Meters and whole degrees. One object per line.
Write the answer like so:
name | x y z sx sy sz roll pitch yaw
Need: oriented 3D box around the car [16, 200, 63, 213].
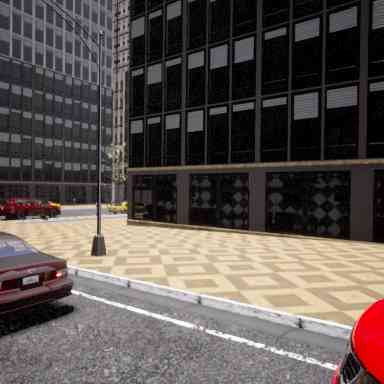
car | -17.874 1.642 39.185 1.752 1.417 4.829 1 0 37

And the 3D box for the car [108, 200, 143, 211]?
car | -9.180 1.856 46.534 1.895 1.301 4.718 1 0 37

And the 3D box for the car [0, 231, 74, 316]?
car | -4.797 1.544 7.122 5.357 1.411 2.033 0 0 35

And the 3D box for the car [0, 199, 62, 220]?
car | -14.400 1.519 29.801 2.192 1.841 5.009 1 0 37

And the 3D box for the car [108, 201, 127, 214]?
car | -7.579 1.830 38.995 1.752 1.417 4.829 1 0 37

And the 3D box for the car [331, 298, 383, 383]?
car | 3.474 1.222 1.196 5.566 2.045 2.150 0 0 36
